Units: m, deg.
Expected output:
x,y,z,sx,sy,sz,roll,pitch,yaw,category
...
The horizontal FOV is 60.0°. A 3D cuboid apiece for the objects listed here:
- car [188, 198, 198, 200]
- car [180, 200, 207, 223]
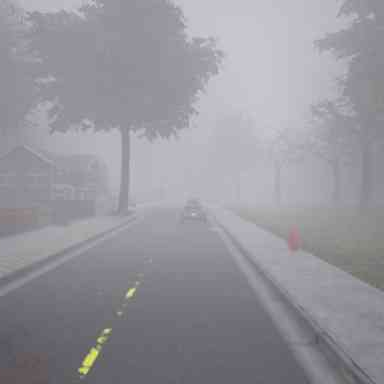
x,y,z,sx,sy,sz,roll,pitch,yaw,category
0.119,1.523,42.887,1.837,1.490,4.892,0,0,0,car
0.112,1.583,25.802,1.994,1.385,4.181,0,0,0,car
